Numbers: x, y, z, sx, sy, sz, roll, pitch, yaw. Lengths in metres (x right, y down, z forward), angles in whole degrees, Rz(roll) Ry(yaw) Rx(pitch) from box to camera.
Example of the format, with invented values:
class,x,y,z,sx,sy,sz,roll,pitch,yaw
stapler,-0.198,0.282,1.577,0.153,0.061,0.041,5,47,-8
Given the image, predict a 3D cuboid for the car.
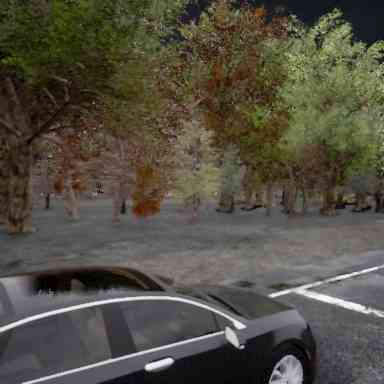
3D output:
class,x,y,z,sx,sy,sz,roll,pitch,yaw
car,-0.785,1.508,3.184,4.892,1.490,1.837,0,0,-35
